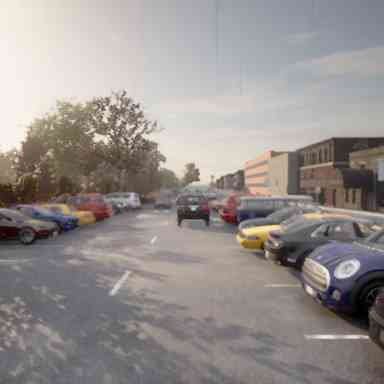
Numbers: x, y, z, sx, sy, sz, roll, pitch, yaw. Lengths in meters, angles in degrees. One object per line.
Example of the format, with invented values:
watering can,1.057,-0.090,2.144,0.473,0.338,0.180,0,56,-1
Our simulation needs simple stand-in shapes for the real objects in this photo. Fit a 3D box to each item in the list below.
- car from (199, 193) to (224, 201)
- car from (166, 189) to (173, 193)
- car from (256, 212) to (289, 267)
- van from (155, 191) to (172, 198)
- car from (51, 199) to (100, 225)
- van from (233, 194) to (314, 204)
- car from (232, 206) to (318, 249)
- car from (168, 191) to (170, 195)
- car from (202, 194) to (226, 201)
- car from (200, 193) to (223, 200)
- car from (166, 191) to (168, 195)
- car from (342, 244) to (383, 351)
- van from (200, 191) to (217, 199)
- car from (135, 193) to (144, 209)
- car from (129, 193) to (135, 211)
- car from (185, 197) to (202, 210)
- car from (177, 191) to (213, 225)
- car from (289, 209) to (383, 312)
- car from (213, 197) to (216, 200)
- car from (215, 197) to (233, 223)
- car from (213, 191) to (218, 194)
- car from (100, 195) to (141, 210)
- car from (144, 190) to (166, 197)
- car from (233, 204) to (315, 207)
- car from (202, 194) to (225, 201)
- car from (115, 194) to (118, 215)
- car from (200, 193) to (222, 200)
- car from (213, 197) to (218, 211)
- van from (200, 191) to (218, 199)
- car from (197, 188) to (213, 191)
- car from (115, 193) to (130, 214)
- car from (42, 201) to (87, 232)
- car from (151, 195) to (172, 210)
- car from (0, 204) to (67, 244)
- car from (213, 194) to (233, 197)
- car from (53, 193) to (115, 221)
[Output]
car,4.155,1.040,71.651,5.366,1.575,1.946,0,0,0
car,-8.177,0.718,85.633,5.566,2.045,2.435,0,0,0
car,4.529,1.457,9.366,4.892,1.521,2.231,0,0,0
van,-8.064,0.627,94.244,4.442,1.987,1.878,0,1,0
car,-8.734,1.418,20.360,5.366,1.575,1.946,0,0,0
van,4.649,1.205,17.715,4.442,1.987,1.878,0,0,0
car,4.349,1.445,12.148,5.366,1.575,1.946,0,0,0
car,-8.232,1.014,77.289,4.892,1.521,2.231,0,0,0
car,4.325,1.112,66.000,4.674,1.452,2.002,0,0,0
car,4.351,1.028,74.477,5.008,1.535,2.097,0,0,0
car,-8.234,1.042,71.517,5.008,1.535,2.097,0,0,0
car,4.536,1.511,3.798,4.674,1.452,2.002,0,0,0
van,4.261,0.727,88.483,4.442,1.987,1.878,0,1,0
car,-8.585,1.115,37.194,5.566,2.045,2.435,0,0,0
car,-8.586,1.250,34.284,4.553,1.767,2.185,0,0,0
car,0.214,1.400,41.106,1.812,1.442,4.674,0,0,3
car,0.089,1.154,23.493,2.150,2.045,5.566,0,0,0
car,4.568,1.339,6.581,4.553,1.767,2.185,0,0,0
car,4.523,1.426,31.631,4.674,1.452,2.002,0,0,0
car,4.535,1.405,26.065,4.892,1.521,2.231,0,0,0
car,4.292,1.117,63.173,4.792,1.488,2.163,0,0,0
car,-8.527,1.231,39.980,4.553,1.767,2.185,0,0,0
car,-8.214,0.931,68.817,4.553,1.767,2.185,0,0,0
car,4.540,1.441,14.932,4.892,1.521,2.231,0,0,0
car,4.331,1.098,68.825,4.674,1.452,2.002,0,0,0
car,-8.520,1.277,26.054,4.553,1.767,2.185,0,0,0
car,4.347,1.014,77.302,5.008,1.535,2.097,0,0,0
car,4.556,1.424,28.848,4.792,1.488,2.163,0,0,0
van,4.249,0.759,82.952,4.442,1.987,1.878,0,0,0
car,4.387,0.748,80.126,5.566,2.045,2.435,0,0,0
car,-8.585,1.259,31.499,4.553,1.767,2.185,0,0,0
car,-8.553,1.430,17.701,5.008,1.535,2.097,0,0,0
car,-3.512,1.424,41.341,2.033,1.411,5.357,0,0,0
car,-8.517,1.468,14.914,4.792,1.488,2.163,0,0,0
car,4.709,1.364,37.197,5.366,1.575,1.946,0,0,0
car,-8.579,1.161,23.144,5.566,2.045,2.435,0,0,0
